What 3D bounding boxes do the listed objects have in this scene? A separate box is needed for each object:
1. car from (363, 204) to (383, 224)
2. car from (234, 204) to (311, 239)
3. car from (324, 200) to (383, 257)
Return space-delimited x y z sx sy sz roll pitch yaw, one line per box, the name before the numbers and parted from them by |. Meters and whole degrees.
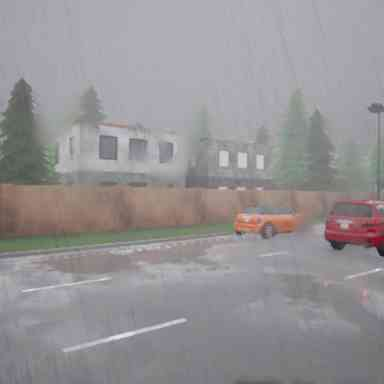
car | 16.423 1.786 27.878 4.892 1.490 1.837 0 0 -38
car | 4.513 1.484 18.319 4.553 1.767 2.097 1 0 -37
car | 7.760 1.350 13.706 5.566 2.045 2.150 0 0 -35
